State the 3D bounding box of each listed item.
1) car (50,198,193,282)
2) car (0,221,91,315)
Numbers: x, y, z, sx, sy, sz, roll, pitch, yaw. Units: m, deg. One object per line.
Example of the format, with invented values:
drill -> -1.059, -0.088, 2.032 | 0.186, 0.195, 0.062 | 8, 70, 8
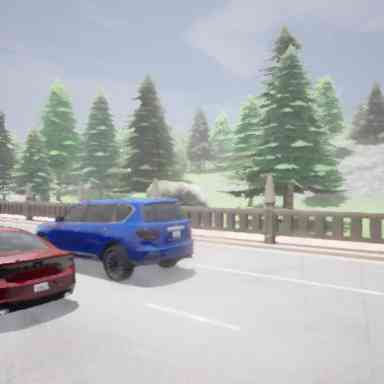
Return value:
car -> -2.560, 1.219, 10.046 | 5.566, 2.045, 2.150 | -1, -1, 36
car -> -4.598, 1.482, 7.204 | 5.008, 1.535, 1.882 | 0, 0, 36
